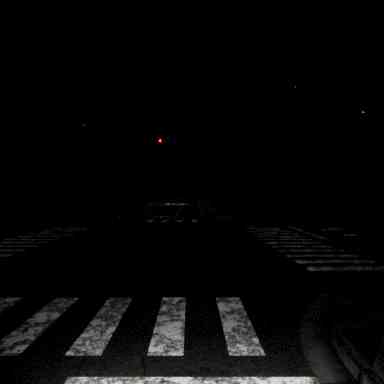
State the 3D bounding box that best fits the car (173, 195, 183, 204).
[{"bbox_3d":[-2.896,1.498,69.348,2.097,1.767,4.553,0,0,0],"label":"car"}]
